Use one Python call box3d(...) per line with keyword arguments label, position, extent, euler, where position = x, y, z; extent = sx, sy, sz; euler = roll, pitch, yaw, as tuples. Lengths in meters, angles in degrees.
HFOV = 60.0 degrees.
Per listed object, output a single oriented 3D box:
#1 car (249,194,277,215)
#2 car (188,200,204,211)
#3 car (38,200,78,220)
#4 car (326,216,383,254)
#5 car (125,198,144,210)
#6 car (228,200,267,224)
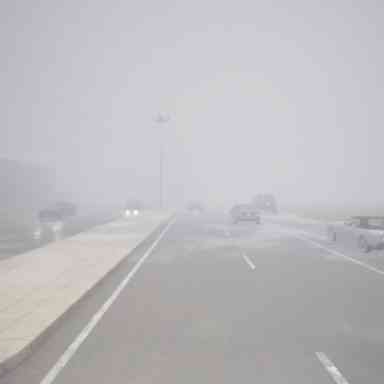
box3d(label="car", position=(7.439, 1.269, 35.248), extent=(2.150, 2.045, 5.566), euler=(0, 0, 1))
box3d(label="car", position=(0.501, 1.648, 41.684), extent=(1.895, 1.301, 4.718), euler=(0, 0, 1))
box3d(label="car", position=(-11.326, 1.497, 28.409), extent=(1.882, 1.535, 5.008), euler=(0, 0, 1))
box3d(label="car", position=(7.226, 1.624, 13.624), extent=(1.895, 1.301, 4.718), euler=(0, 0, 1))
box3d(label="car", position=(-7.602, 1.534, 44.238), extent=(2.128, 1.511, 4.902), euler=(0, 0, 1))
box3d(label="car", position=(3.835, 1.580, 24.888), extent=(2.033, 1.411, 5.357), euler=(0, 0, 1))
